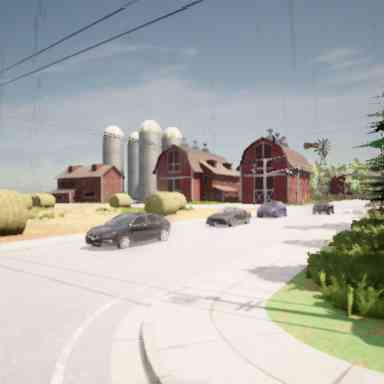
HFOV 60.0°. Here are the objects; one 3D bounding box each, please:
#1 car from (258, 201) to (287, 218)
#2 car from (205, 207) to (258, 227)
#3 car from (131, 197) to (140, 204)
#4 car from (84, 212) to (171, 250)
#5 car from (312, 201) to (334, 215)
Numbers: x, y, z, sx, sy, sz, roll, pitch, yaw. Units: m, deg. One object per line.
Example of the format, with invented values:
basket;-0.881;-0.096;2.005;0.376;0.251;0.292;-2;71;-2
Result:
car;8.312;1.747;34.602;2.097;1.767;4.553;-1;-1;32
car;2.995;1.874;25.795;2.033;1.411;5.357;-1;-1;31
car;-15.131;2.295;84.990;3.866;1.878;1.905;-2;5;-12
car;-2.892;1.757;15.973;1.837;1.490;4.892;-1;-1;31
car;15.761;1.909;39.891;1.837;1.490;4.892;-1;-1;31
